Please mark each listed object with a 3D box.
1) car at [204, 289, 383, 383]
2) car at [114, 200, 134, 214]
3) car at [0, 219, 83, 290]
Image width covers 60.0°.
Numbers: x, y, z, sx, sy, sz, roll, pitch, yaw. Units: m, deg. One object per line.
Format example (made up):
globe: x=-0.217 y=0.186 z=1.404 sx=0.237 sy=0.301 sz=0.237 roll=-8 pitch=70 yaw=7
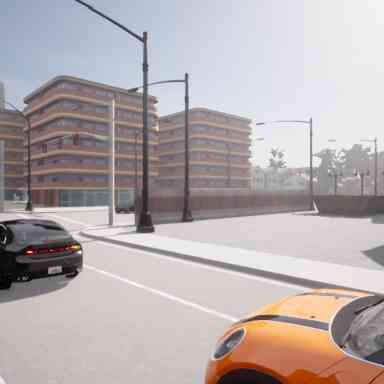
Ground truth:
car: x=2.264 y=1.352 z=2.345 sx=4.553 sy=1.767 sz=2.097 roll=0 pitch=0 yaw=40
car: x=-5.998 y=1.546 z=35.291 sx=5.357 sy=1.411 sz=2.033 roll=0 pitch=0 yaw=-44
car: x=-4.726 y=1.505 z=9.238 sx=1.837 sy=1.490 sz=4.892 roll=0 pitch=0 yaw=-43
